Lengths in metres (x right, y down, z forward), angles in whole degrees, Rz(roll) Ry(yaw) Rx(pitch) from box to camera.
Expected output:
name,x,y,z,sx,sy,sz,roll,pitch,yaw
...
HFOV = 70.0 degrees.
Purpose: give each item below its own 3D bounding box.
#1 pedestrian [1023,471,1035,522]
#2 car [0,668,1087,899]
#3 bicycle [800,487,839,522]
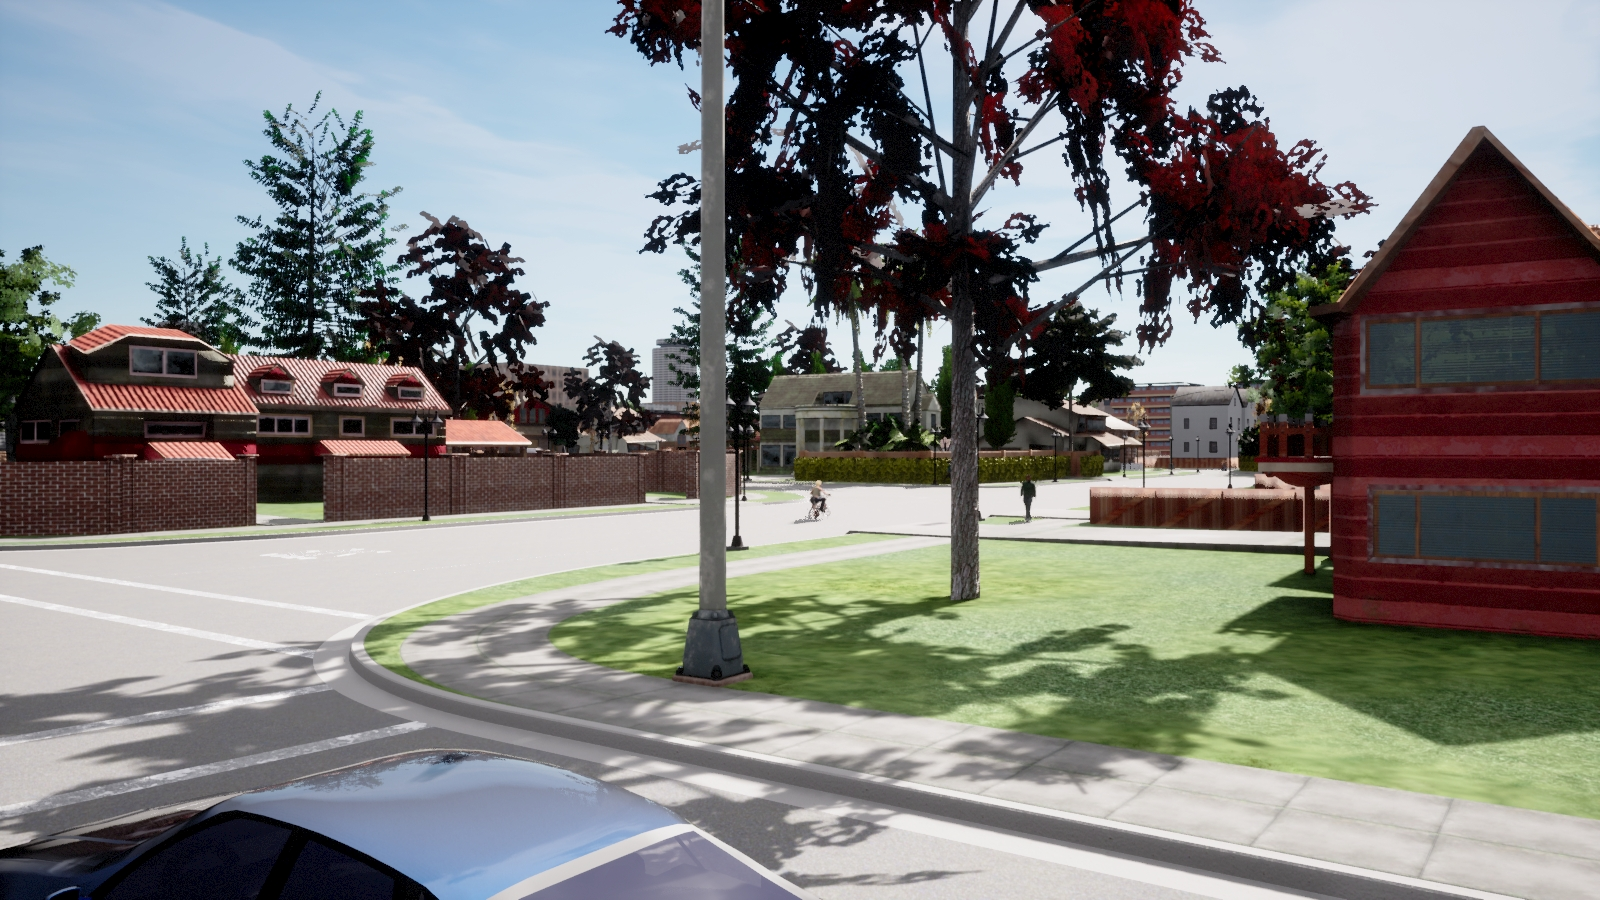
name,x,y,z,sx,sy,sz,roll,pitch,yaw
pedestrian,8.384,1.704,41.818,0.375,1.860,0.375,0,0,22
car,-1.713,2.106,4.943,5.357,1.411,2.033,0,0,36
bicycle,0.766,2.145,45.155,0.859,1.301,1.487,0,0,33
